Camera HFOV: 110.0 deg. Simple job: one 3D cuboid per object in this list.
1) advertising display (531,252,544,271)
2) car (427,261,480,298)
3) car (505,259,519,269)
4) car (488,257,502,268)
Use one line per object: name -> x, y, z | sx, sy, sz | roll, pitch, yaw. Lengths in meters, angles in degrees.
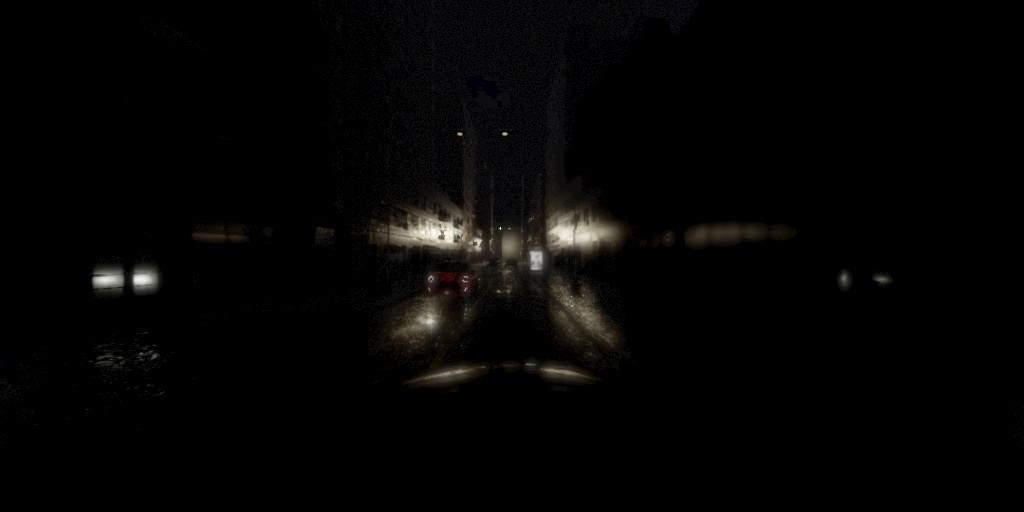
advertising display -> 3.006, 0.724, 42.110 | 1.540, 2.440, 0.280 | 0, 0, 0
car -> -2.851, 1.084, 18.161 | 2.097, 1.767, 4.553 | 0, 0, 0
car -> 0.018, 1.199, 54.391 | 1.812, 1.442, 4.674 | 0, 0, 0
car -> -2.804, 1.015, 58.972 | 2.097, 1.767, 4.553 | 0, 0, 0
